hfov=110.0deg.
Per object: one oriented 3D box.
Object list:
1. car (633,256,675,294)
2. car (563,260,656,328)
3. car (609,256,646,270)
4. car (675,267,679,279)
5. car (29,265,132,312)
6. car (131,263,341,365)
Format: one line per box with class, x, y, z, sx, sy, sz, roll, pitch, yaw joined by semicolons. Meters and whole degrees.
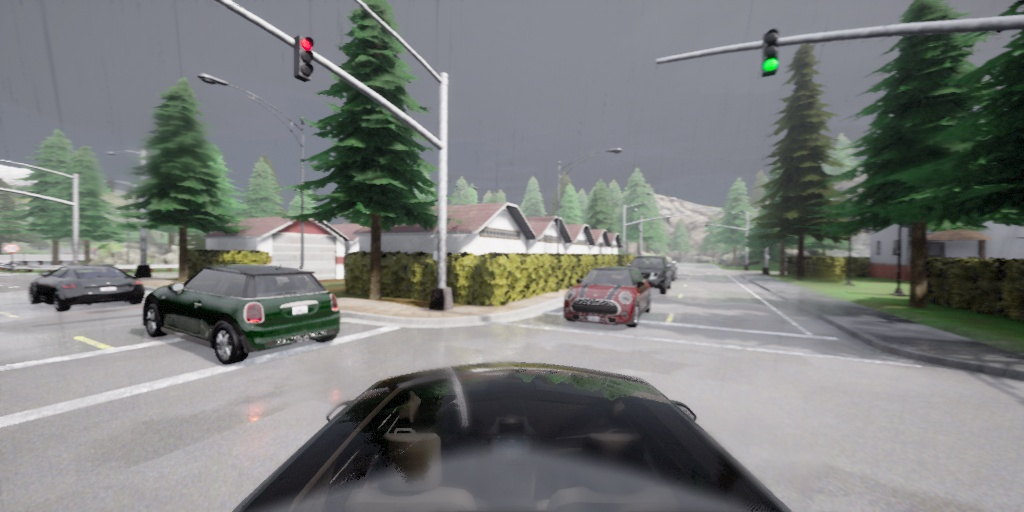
car;8.059;1.000;21.032;2.150;2.045;5.566;1;1;28
car;3.311;1.151;11.961;2.097;1.767;4.553;1;0;28
car;16.085;0.971;49.994;4.553;1.767;2.097;1;0;27
car;12.798;1.262;30.099;1.837;1.490;4.892;1;1;28
car;-14.902;0.989;12.581;4.181;1.385;1.994;2;1;27
car;-6.018;0.954;7.974;4.553;1.767;2.097;4;2;27
